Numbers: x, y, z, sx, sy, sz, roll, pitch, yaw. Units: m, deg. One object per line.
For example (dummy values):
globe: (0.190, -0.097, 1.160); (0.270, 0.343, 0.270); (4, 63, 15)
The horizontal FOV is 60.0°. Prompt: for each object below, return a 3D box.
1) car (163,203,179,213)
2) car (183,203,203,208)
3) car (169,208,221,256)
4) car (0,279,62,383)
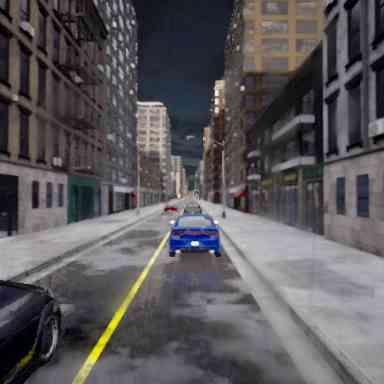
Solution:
car: (-2.833, 2.139, 45.327); (1.895, 1.301, 4.718); (0, -1, 0)
car: (0.104, 1.901, 34.696); (2.128, 1.511, 4.902); (0, -1, 0)
car: (0.102, 1.639, 13.830); (1.882, 1.535, 5.008); (0, -1, 0)
car: (-2.849, 1.601, 3.091); (1.994, 1.385, 4.181); (0, -1, 0)
